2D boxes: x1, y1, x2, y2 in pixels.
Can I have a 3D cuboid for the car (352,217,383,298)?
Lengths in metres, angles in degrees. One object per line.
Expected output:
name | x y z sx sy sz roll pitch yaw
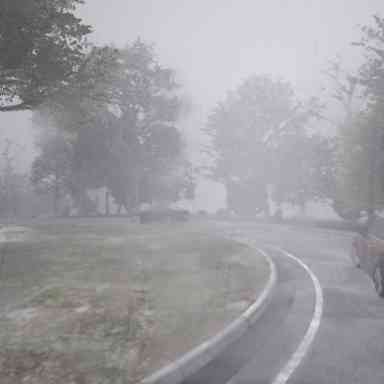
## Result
car | 5.515 1.397 8.454 2.097 1.767 4.553 -1 -1 18

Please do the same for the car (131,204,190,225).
car | -2.534 1.726 26.207 5.008 1.535 1.882 -1 -1 32
